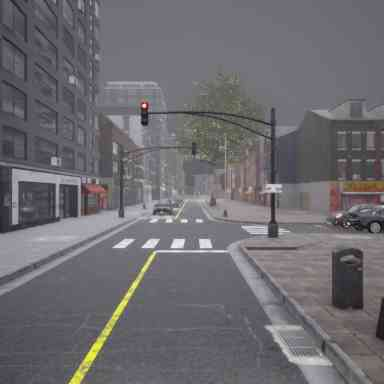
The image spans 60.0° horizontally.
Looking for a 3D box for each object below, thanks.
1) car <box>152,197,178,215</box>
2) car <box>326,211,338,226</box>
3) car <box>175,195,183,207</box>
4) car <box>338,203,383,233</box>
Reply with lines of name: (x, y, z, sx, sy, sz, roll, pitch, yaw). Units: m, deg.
car: (-2.878, 1.554, 34.073, 2.033, 1.411, 5.357, 0, 0, 0)
car: (10.910, 1.515, 21.675, 4.097, 1.590, 1.967, 0, 0, 0)
car: (-2.881, 1.506, 48.734, 2.128, 1.511, 4.902, 0, 0, 0)
car: (11.387, 1.574, 19.034, 4.892, 1.490, 1.837, 0, 0, 0)
